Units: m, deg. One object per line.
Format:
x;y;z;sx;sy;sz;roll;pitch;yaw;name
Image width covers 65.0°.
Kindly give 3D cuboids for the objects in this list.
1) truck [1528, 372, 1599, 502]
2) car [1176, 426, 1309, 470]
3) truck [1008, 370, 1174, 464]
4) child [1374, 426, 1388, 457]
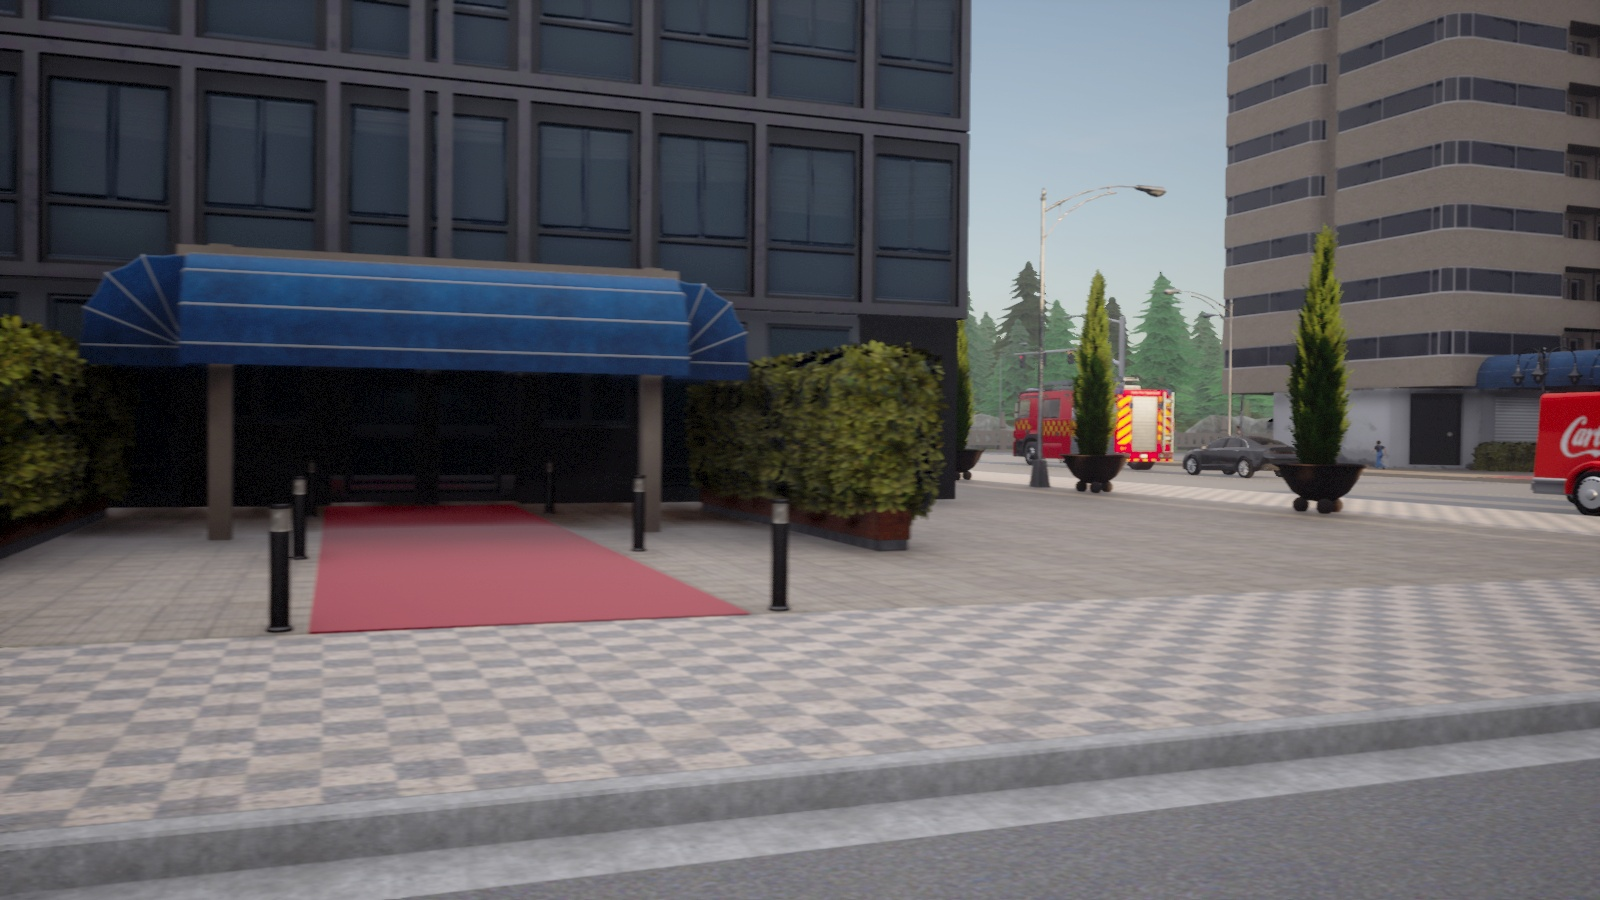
16.824;-0.250;23.341;2.627;2.467;5.204;-1;1;-20;truck
16.030;-0.115;45.771;1.837;1.490;4.892;-1;1;-20;car
12.560;-1.400;55.140;2.891;3.827;8.468;-1;1;-20;truck
23.998;-0.368;51.863;0.270;1.263;0.437;-1;1;-21;child
